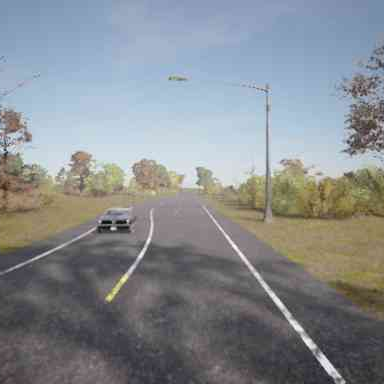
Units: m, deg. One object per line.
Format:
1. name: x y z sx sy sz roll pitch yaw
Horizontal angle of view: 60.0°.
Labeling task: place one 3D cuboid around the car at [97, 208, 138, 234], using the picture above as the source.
1. car: -4.246 1.593 19.343 1.895 1.301 4.718 0 0 -6
